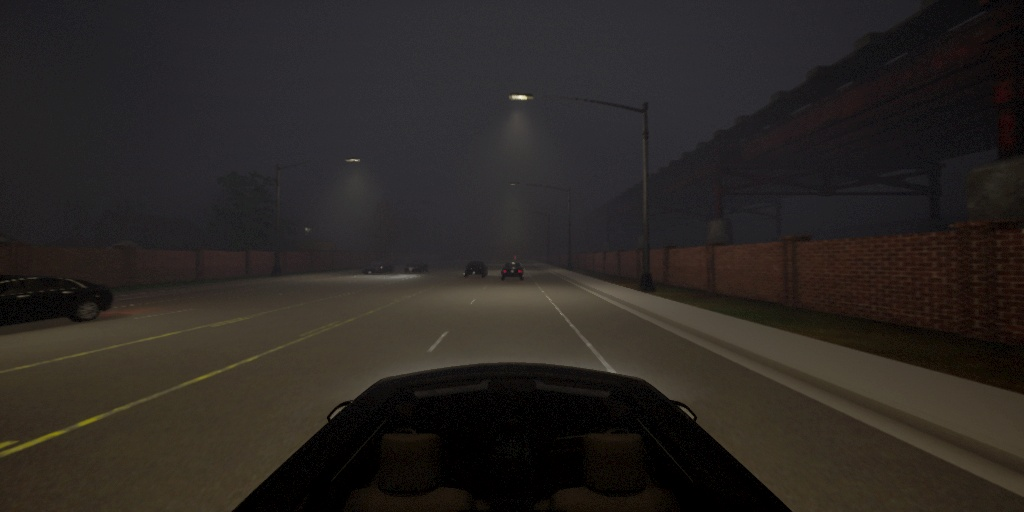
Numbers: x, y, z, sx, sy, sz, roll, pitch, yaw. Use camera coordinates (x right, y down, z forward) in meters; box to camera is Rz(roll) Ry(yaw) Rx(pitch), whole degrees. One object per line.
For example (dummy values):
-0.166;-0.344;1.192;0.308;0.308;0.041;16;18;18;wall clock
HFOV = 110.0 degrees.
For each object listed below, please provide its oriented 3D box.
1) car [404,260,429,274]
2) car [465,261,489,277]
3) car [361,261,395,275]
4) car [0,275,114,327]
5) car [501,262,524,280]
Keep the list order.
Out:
-10.586;1.162;39.990;2.128;1.511;4.902;0;0;0;car
-3.429;1.207;34.786;1.837;1.490;4.892;0;1;0;car
-14.099;1.229;38.190;2.033;1.411;5.357;0;0;0;car
-14.084;1.301;9.752;1.837;1.490;4.892;0;0;0;car
0.042;1.268;31.269;2.033;1.411;5.357;0;0;1;car
